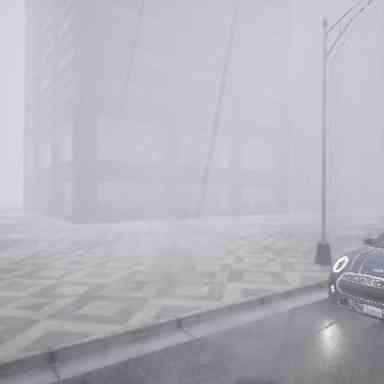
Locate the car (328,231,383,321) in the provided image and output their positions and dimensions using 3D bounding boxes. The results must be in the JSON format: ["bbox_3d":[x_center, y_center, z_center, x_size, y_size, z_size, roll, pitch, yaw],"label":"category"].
[{"bbox_3d":[4.835,1.397,6.829,4.553,1.767,2.097,0,0,-36],"label":"car"}]
